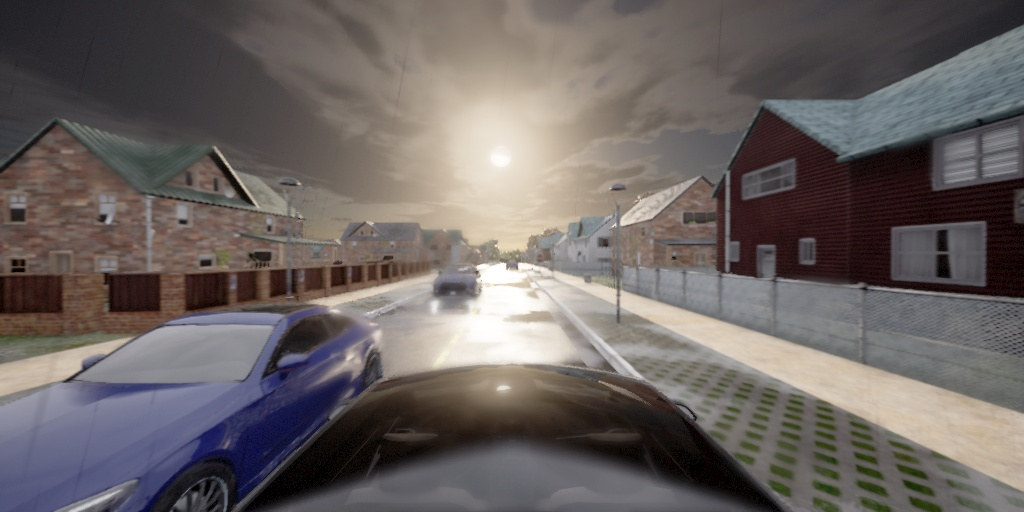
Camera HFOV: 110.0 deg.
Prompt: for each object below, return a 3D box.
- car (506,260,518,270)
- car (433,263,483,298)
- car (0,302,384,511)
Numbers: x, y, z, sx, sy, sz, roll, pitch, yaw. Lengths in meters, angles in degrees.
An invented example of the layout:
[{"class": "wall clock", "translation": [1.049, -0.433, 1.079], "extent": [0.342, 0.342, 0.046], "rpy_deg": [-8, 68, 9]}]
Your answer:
[{"class": "car", "translation": [0.022, 1.427, 61.599], "extent": [2.097, 1.767, 4.553], "rpy_deg": [0, 0, 0]}, {"class": "car", "translation": [-2.750, 1.163, 19.047], "extent": [2.097, 1.767, 4.553], "rpy_deg": [0, 0, 0]}, {"class": "car", "translation": [-2.836, 1.281, 3.746], "extent": [1.812, 1.442, 4.674], "rpy_deg": [0, 0, 0]}]
